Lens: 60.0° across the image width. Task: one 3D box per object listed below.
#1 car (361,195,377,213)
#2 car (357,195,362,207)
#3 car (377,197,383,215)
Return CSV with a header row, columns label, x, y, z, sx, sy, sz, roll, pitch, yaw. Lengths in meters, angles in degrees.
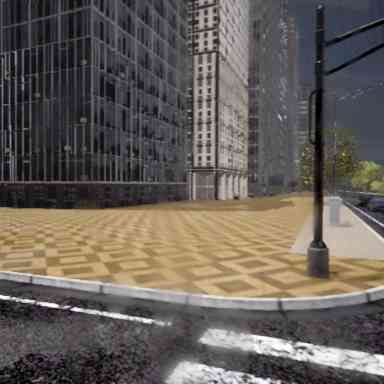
label,x,y,z,sx,sy,sz,roll,pitch,yaw
car,17.294,1.124,30.638,2.033,1.411,5.357,1,1,22
car,21.181,1.022,40.430,2.033,1.411,5.357,1,1,22
car,13.358,1.171,20.904,2.128,1.511,4.902,1,1,22
